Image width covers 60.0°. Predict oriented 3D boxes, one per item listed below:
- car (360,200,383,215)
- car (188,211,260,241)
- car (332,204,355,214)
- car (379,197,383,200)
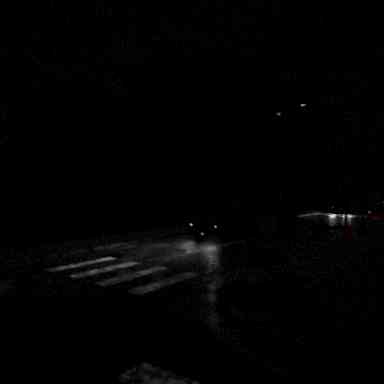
[{"bbox_3d":[20.895,1.945,38.461,1.895,1.301,4.718,1,0,37],"label":"car"},{"bbox_3d":[1.815,1.723,17.867,1.895,1.301,4.718,1,0,37],"label":"car"},{"bbox_3d":[18.072,1.806,39.538,1.837,1.490,4.892,1,-1,37],"label":"car"},{"bbox_3d":[28.834,1.700,49.075,2.150,2.045,5.566,1,0,37],"label":"car"}]
